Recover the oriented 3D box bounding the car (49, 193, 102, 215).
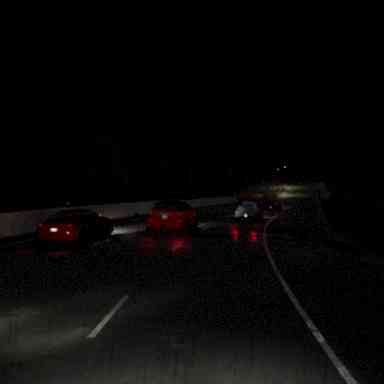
[{"bbox_3d":[-11.602,1.089,33.632,2.150,2.045,5.566,0,0,19],"label":"car"}]

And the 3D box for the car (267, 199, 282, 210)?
[{"bbox_3d":[10.136,1.501,41.565,1.895,1.301,4.718,0,0,20],"label":"car"}]

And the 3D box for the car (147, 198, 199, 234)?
[{"bbox_3d":[-0.962,1.291,19.173,2.097,1.767,4.553,0,0,12],"label":"car"}]

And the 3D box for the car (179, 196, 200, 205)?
[{"bbox_3d":[-0.340,1.344,53.859,1.837,1.490,4.892,0,0,21],"label":"car"}]

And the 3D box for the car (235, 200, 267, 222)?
[{"bbox_3d":[4.526,1.459,25.993,1.812,1.442,4.674,0,0,17],"label":"car"}]

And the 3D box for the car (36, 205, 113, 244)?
[{"bbox_3d":[-5.282,1.503,15.500,1.994,1.385,4.181,0,0,9],"label":"car"}]
